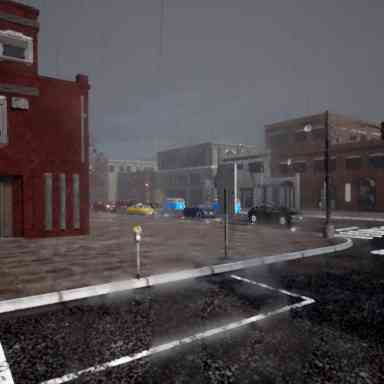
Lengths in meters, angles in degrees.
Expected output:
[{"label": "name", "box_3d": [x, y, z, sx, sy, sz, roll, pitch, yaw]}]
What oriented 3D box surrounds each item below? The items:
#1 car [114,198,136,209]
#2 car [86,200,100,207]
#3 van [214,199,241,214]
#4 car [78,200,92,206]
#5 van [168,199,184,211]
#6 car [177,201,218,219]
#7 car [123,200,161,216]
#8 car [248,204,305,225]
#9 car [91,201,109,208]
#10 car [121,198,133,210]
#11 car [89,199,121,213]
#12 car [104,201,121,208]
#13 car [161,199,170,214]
[{"label": "car", "box_3d": [-12.679, 2.078, 62.497, 2.192, 1.841, 5.009, -2, 0, -36]}, {"label": "car", "box_3d": [-22.677, 2.588, 76.215, 1.802, 1.307, 4.206, -2, 0, -36]}, {"label": "van", "box_3d": [3.997, 1.700, 39.636, 1.690, 1.788, 3.998, -2, 0, -36]}, {"label": "car", "box_3d": [-26.114, 2.615, 80.924, 1.752, 1.417, 4.829, -2, 0, -36]}, {"label": "van", "box_3d": [-2.673, 1.861, 48.780, 1.690, 1.788, 3.998, -2, 0, -36]}, {"label": "car", "box_3d": [0.740, 1.944, 34.318, 1.994, 1.385, 4.181, -1, 0, -35]}, {"label": "car", "box_3d": [-6.001, 2.043, 39.187, 1.752, 1.417, 4.829, -2, 0, -36]}, {"label": "car", "box_3d": [6.562, 1.744, 26.316, 1.837, 1.490, 4.892, -1, 0, -36]}, {"label": "car", "box_3d": [-18.227, 2.436, 65.738, 1.994, 1.385, 4.181, -1, 0, -36]}, {"label": "car", "box_3d": [-9.905, 2.147, 54.326, 1.882, 1.535, 5.008, -1, -1, -36]}, {"label": "car", "box_3d": [-12.777, 1.996, 48.468, 2.192, 1.841, 5.009, -2, 0, -36]}, {"label": "car", "box_3d": [-16.007, 2.426, 67.070, 1.802, 1.307, 4.206, -2, 0, -36]}, {"label": "car", "box_3d": [-5.188, 2.028, 42.446, 1.837, 1.490, 4.892, -1, 0, -36]}]
